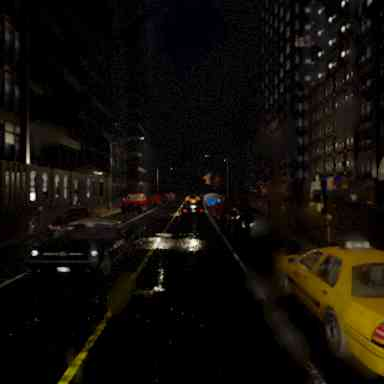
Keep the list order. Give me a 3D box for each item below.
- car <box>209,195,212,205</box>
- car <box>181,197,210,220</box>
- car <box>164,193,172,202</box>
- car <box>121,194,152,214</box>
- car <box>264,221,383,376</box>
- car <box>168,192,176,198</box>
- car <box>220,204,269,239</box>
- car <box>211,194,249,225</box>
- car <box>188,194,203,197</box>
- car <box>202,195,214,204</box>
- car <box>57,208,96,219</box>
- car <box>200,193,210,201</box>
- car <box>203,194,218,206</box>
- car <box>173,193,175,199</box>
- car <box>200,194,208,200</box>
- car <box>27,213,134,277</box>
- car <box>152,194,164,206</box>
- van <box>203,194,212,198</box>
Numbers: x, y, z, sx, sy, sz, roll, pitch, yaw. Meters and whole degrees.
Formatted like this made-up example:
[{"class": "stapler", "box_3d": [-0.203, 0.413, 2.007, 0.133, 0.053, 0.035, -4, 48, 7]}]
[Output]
[{"class": "car", "box_3d": [2.701, 1.295, 27.699, 1.967, 1.590, 4.097, 0, 0, 0]}, {"class": "car", "box_3d": [0.108, 1.408, 26.652, 2.033, 1.411, 5.357, 0, 0, 0]}, {"class": "car", "box_3d": [-5.669, 1.195, 66.476, 1.887, 1.381, 4.507, 0, 0, 0]}, {"class": "car", "box_3d": [-5.677, 1.141, 33.239, 2.192, 1.841, 5.009, 0, 0, 0]}, {"class": "car", "box_3d": [2.696, 1.495, 5.713, 1.752, 1.417, 4.829, 0, 0, 0]}, {"class": "car", "box_3d": [-5.661, 0.943, 94.171, 1.967, 1.590, 4.097, 0, 0, 0]}, {"class": "car", "box_3d": [2.698, 1.479, 16.621, 1.947, 1.339, 4.313, 0, 0, 0]}, {"class": "car", "box_3d": [2.701, 1.199, 22.159, 2.192, 1.841, 5.009, 0, 0, 0]}, {"class": "car", "box_3d": [0.111, 1.244, 44.398, 1.882, 1.535, 5.008, 0, 0, 0]}, {"class": "car", "box_3d": [2.708, 1.233, 55.565, 1.752, 1.417, 4.829, 0, 0, 0]}, {"class": "car", "box_3d": [-5.682, 1.495, 16.623, 1.802, 1.307, 4.206, 0, 0, 0]}, {"class": "car", "box_3d": [2.713, 1.061, 72.013, 1.967, 1.590, 4.097, 0, 0, 0]}, {"class": "car", "box_3d": [2.707, 1.178, 49.856, 1.967, 1.590, 4.097, 0, 0, 0]}, {"class": "car", "box_3d": [-5.666, 1.143, 77.554, 2.008, 1.369, 4.403, 0, 0, 0]}, {"class": "car", "box_3d": [2.714, 1.116, 77.721, 1.752, 1.417, 4.829, 0, 0, 0]}, {"class": "car", "box_3d": [-3.086, 1.548, 10.200, 1.895, 1.301, 4.718, 0, 0, 0]}, {"class": "car", "box_3d": [-5.674, 1.283, 49.859, 1.887, 1.381, 4.507, 0, 0, 0]}, {"class": "van", "box_3d": [2.706, 1.108, 44.316, 1.690, 1.788, 3.998, 0, 0, 0]}]
